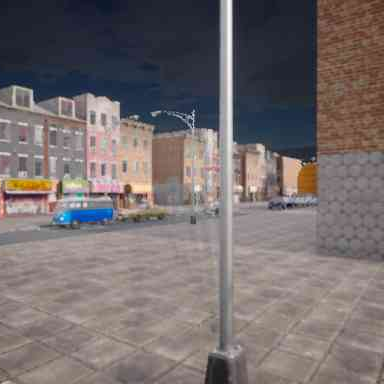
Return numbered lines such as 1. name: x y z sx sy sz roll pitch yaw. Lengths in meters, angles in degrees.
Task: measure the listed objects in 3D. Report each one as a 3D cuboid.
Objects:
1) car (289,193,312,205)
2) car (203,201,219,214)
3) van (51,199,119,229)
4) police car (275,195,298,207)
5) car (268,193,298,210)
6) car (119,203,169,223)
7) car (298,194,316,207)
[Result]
1. car: 19.050 1.202 58.317 2.150 2.045 5.566 0 0 36
2. car: 2.849 1.575 35.097 1.802 1.307 4.206 0 0 36
3. van: -6.951 1.348 21.409 1.690 1.788 3.998 0 0 36
4. police car: 14.999 1.403 52.706 1.930 1.638 5.238 0 0 36
5. car: 11.461 1.336 42.516 2.097 1.767 4.553 0 0 35
6. car: -3.783 1.527 25.833 1.752 1.417 4.829 0 0 36
7. car: 17.244 1.199 50.672 2.150 2.045 5.566 0 0 36
